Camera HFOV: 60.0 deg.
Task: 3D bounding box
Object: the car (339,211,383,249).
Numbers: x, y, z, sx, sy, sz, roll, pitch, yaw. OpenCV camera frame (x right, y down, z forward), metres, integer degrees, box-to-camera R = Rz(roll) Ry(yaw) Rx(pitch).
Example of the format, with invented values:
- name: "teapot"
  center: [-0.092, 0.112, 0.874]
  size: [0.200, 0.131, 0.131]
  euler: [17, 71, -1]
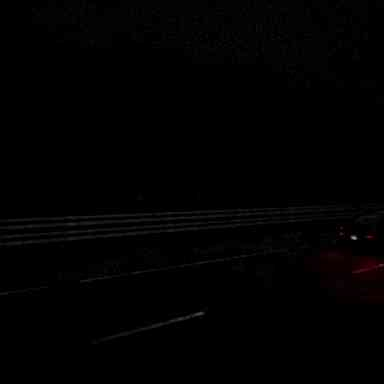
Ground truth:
- name: "car"
  center: [7.953, 1.513, 13.788]
  size: [4.674, 1.442, 1.812]
  euler: [0, 0, -35]
